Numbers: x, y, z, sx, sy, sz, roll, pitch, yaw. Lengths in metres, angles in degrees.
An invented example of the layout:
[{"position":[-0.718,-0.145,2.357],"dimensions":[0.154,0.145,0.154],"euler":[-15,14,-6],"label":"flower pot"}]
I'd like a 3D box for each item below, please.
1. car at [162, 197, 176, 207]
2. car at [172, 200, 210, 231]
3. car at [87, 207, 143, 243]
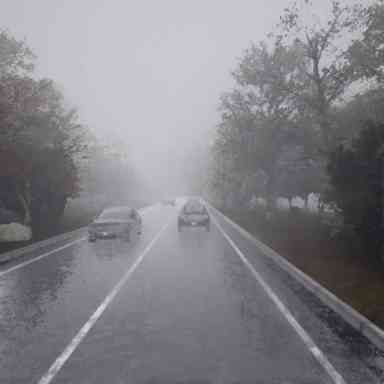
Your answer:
[{"position":[-3.542,1.451,51.867],"dimensions":[1.882,1.535,5.008],"euler":[0,0,0],"label":"car"},{"position":[0.107,1.499,20.509],"dimensions":[2.128,1.511,4.902],"euler":[0,0,0],"label":"car"},{"position":[-3.564,1.512,16.125],"dimensions":[1.837,1.490,4.892],"euler":[0,-1,0],"label":"car"}]
